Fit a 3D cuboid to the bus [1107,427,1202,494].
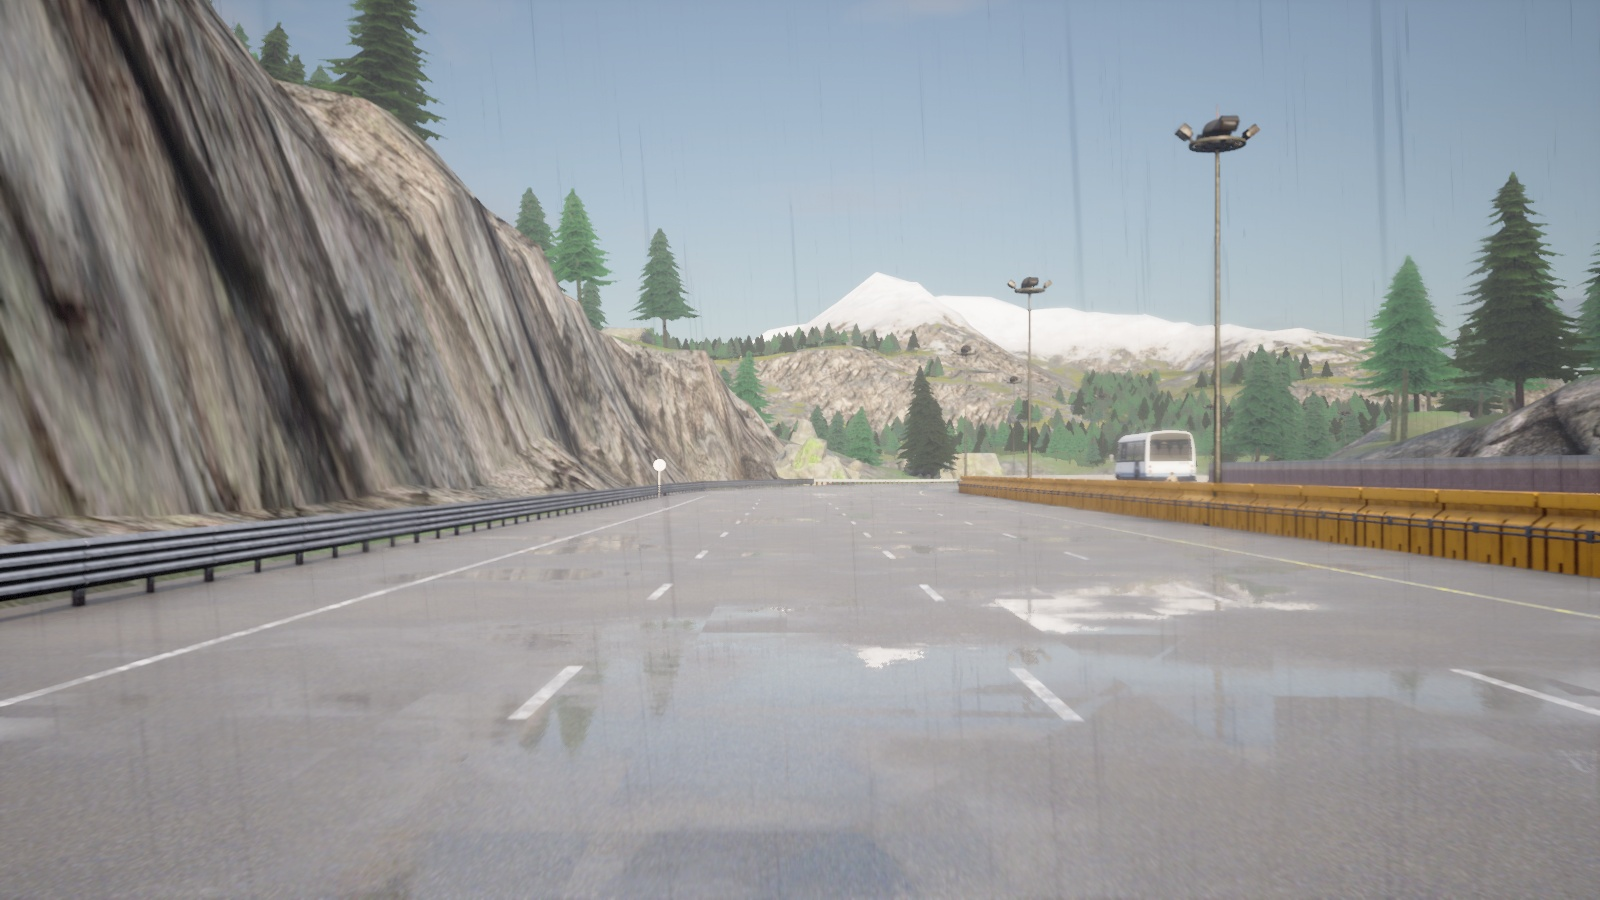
[{"bbox_3d":[24.129,0.786,86.263,3.944,4.253,10.273,-1,-1,2],"label":"bus"}]
